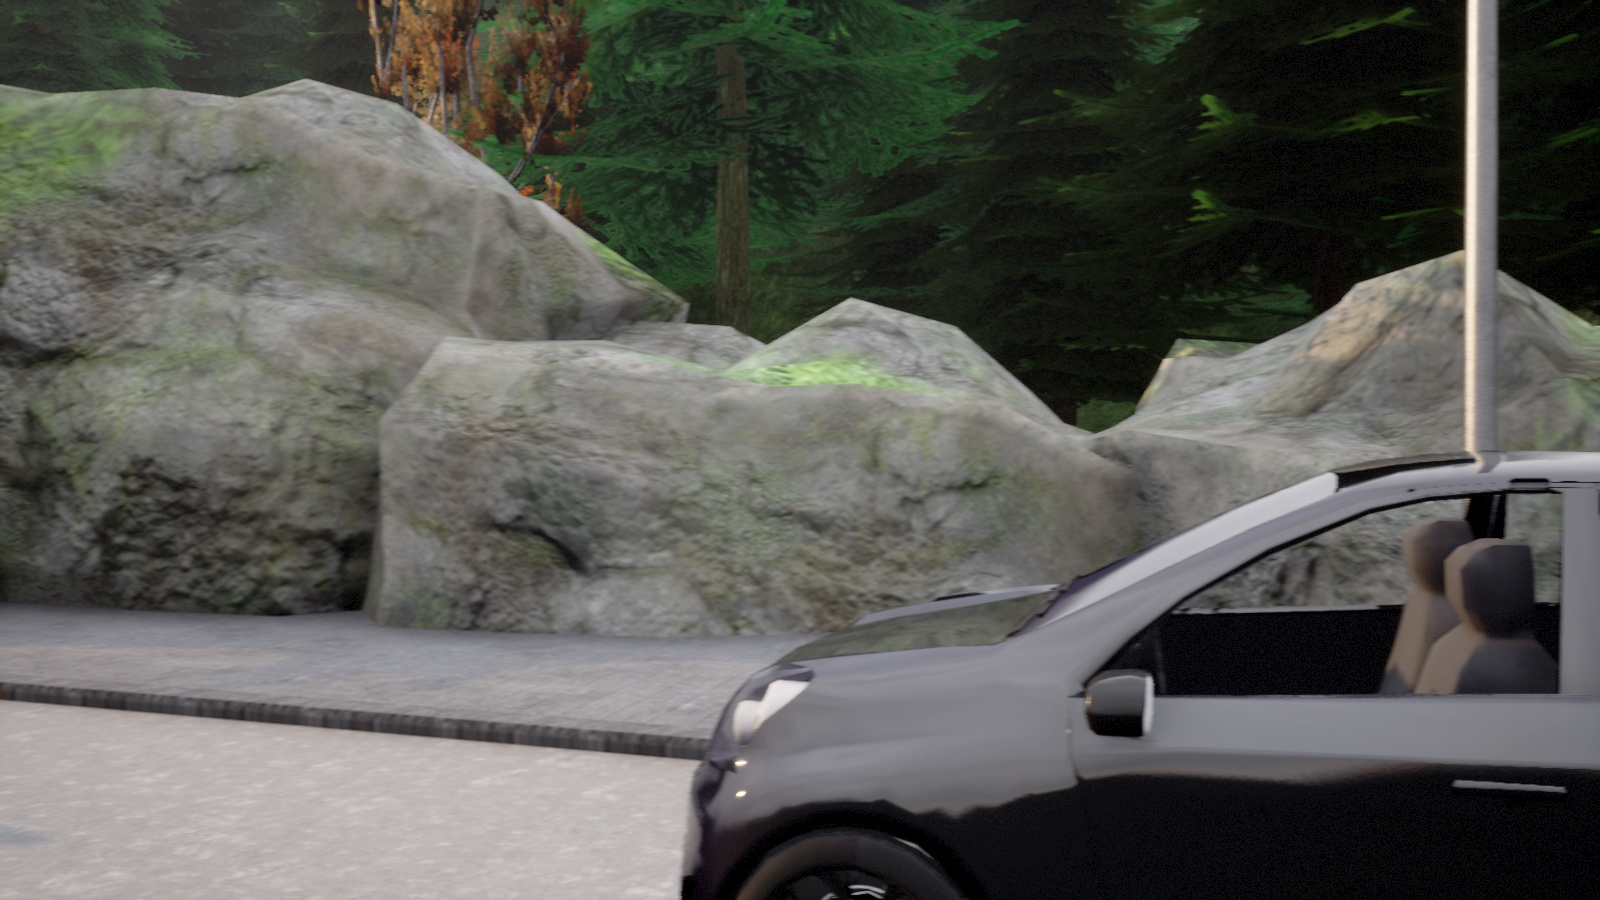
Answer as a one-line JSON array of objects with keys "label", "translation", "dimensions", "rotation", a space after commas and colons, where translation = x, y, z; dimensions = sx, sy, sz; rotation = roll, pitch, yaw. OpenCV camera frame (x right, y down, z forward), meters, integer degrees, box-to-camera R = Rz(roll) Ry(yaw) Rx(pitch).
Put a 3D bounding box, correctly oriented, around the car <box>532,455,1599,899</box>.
[{"label": "car", "translation": [1.386, 0.792, 3.255], "dimensions": [3.633, 1.501, 1.845], "rotation": [0, 1, 19]}]
